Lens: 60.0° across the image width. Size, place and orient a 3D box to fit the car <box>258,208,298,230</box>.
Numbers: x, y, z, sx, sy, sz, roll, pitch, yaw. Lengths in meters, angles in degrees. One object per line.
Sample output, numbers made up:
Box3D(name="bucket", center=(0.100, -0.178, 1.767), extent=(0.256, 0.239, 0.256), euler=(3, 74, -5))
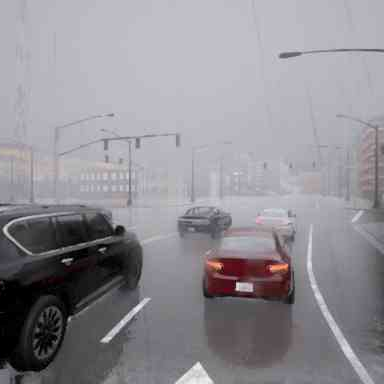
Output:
Box3D(name="car", center=(4.203, 1.526, 16.582), extent=(1.812, 1.442, 4.674), euler=(0, 0, 20))

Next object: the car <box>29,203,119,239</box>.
Box3D(name="car", center=(-6.368, 1.492, 18.721), extent=(2.128, 1.511, 4.902), euler=(0, 0, 20))

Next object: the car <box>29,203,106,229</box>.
Box3D(name="car", center=(-8.434, 1.548, 23.222), extent=(2.033, 1.411, 5.357), euler=(0, 0, 20))

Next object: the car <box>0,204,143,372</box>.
Box3D(name="car", center=(-2.625, 1.219, 5.929), extent=(2.150, 2.045, 5.566), euler=(0, 0, 9))

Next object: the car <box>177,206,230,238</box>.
Box3D(name="car", center=(0.797, 1.491, 17.316), extent=(2.128, 1.511, 4.902), euler=(0, 0, 19))

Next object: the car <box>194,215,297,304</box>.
Box3D(name="car", center=(1.458, 1.526, 8.150), extent=(1.812, 1.442, 4.674), euler=(0, 0, 13))
